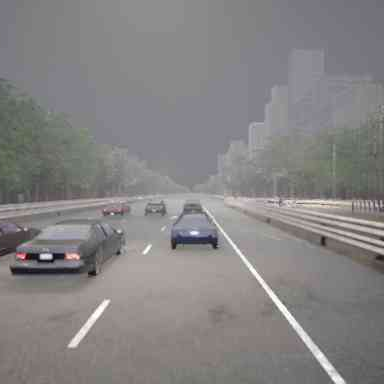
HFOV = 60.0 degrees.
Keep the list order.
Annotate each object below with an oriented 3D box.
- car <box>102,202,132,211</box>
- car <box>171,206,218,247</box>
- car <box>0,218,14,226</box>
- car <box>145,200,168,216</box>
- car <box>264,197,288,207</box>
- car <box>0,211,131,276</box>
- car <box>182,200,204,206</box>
[{"bbox_3d":[-6.903,1.600,31.003,1.895,1.301,4.718,0,0,0],"label":"car"},{"bbox_3d":[0.097,1.564,14.955,1.994,1.385,4.181,0,0,0],"label":"car"},{"bbox_3d":[-6.901,1.548,10.910,2.033,1.411,5.357,0,0,0],"label":"car"},{"bbox_3d":[-3.406,1.490,32.329,2.128,1.511,4.902,0,0,0],"label":"car"},{"bbox_3d":[13.471,1.593,53.164,2.128,1.511,4.902,0,0,-29],"label":"car"},{"bbox_3d":[-3.404,1.548,10.254,2.033,1.411,5.357,0,0,0],"label":"car"},{"bbox_3d":[0.098,1.503,32.417,1.837,1.490,4.892,0,0,0],"label":"car"}]
